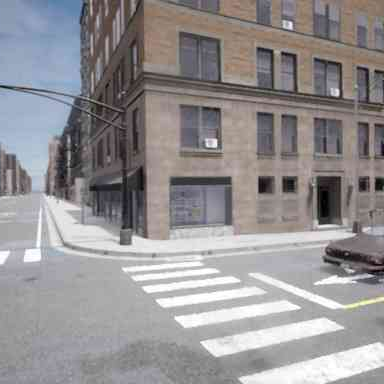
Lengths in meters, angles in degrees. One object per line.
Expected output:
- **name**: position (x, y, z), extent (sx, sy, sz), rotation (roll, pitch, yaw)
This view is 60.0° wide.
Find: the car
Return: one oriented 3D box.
- **car**: position (6.499, 1.566, 9.932), extent (5.357, 1.411, 2.033), rotation (0, 0, -24)
